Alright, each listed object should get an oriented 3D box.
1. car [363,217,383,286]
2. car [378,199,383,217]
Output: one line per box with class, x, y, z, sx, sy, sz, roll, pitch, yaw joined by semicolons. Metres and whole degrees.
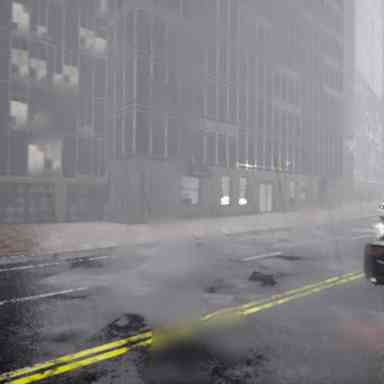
car;6.129;1.443;8.180;5.008;1.535;1.882;0;0;-38
car;16.302;1.108;25.593;5.566;2.045;2.150;0;0;-43
